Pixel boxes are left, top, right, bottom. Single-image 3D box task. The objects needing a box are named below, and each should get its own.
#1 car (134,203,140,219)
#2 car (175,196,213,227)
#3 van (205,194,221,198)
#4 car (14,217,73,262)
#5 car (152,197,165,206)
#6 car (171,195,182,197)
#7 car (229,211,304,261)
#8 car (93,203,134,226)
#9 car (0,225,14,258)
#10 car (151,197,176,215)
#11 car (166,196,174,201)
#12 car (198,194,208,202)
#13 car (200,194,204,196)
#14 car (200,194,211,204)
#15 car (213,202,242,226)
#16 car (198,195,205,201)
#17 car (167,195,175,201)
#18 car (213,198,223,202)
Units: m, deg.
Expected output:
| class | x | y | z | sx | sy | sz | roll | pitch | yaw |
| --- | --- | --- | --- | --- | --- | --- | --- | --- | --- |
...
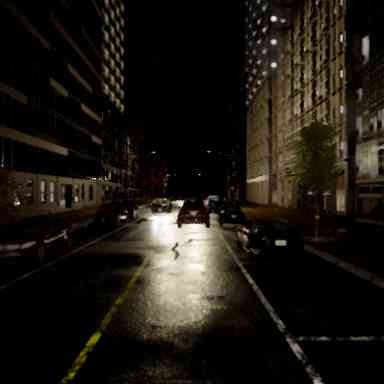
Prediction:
| class | x | y | z | sx | sy | sz | roll | pitch | yaw |
| --- | --- | --- | --- | --- | --- | --- | --- | --- | --- |
| car | -5.679 | 1.615 | 29.248 | 1.947 | 1.339 | 4.313 | 0 | 0 | 0 |
| car | 0.108 | 1.391 | 22.939 | 2.097 | 1.767 | 4.553 | 0 | 0 | 0 |
| van | 2.706 | 1.405 | 40.623 | 1.690 | 1.788 | 3.998 | 0 | 0 | 0 |
| car | -5.684 | 1.604 | 12.171 | 1.802 | 1.307 | 4.206 | 0 | 0 | 0 |
| car | -5.669 | 1.603 | 57.541 | 1.752 | 1.417 | 4.829 | 0 | 0 | 0 |
| car | -2.975 | 1.438 | 76.037 | 2.033 | 1.411 | 5.357 | 0 | 0 | 0 |
| car | 2.696 | 1.588 | 12.161 | 1.947 | 1.339 | 4.313 | 0 | 0 | 0 |
| car | -5.680 | 1.585 | 23.556 | 1.887 | 1.381 | 4.507 | 0 | 0 | 0 |
| car | -5.686 | 1.557 | 6.477 | 1.887 | 1.381 | 4.507 | 0 | 0 | 0 |
| car | -3.084 | 1.548 | 34.633 | 2.128 | 1.511 | 4.902 | 0 | 0 | 0 |
| car | -5.660 | 1.642 | 86.174 | 2.008 | 1.369 | 4.403 | 0 | 0 | 0 |
| car | 2.720 | 1.405 | 80.468 | 2.192 | 1.841 | 5.009 | 0 | 0 | 0 |
| car | 0.113 | 1.416 | 41.310 | 2.097 | 1.767 | 4.553 | 0 | 0 | 0 |
| car | 2.716 | 1.400 | 69.083 | 2.192 | 1.841 | 5.009 | 0 | 0 | 0 |
| car | 2.700 | 1.607 | 23.545 | 1.947 | 1.339 | 4.313 | 0 | 0 | 0 |
| car | 2.722 | 1.618 | 92.021 | 1.752 | 1.417 | 4.829 | 0 | 0 | 0 |
| car | -5.658 | 1.658 | 91.867 | 1.947 | 1.339 | 4.313 | 0 | 0 | 0 |
| car | 2.704 | 1.623 | 34.929 | 1.947 | 1.339 | 4.313 | 0 | 0 | 0 |
